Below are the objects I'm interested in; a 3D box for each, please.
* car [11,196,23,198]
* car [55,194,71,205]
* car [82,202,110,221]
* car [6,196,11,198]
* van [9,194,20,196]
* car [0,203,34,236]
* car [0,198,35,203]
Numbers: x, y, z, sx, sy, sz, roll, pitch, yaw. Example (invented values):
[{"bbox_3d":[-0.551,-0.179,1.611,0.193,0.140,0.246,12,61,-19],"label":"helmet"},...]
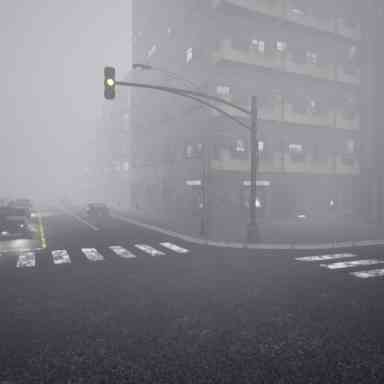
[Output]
[{"bbox_3d":[-18.388,1.485,36.347,1.837,1.490,4.892,0,0,-25],"label":"car"},{"bbox_3d":[-22.339,1.410,58.104,1.967,1.590,4.097,-1,0,-25],"label":"car"},{"bbox_3d":[-7.911,1.535,27.397,2.008,1.369,4.403,-1,0,-25],"label":"car"},{"bbox_3d":[-22.709,1.524,39.186,1.887,1.381,4.507,-1,0,-25],"label":"car"},{"bbox_3d":[-32.330,1.311,59.657,1.690,1.788,3.998,-1,0,-25],"label":"van"},{"bbox_3d":[-9.905,1.537,18.072,2.033,1.411,5.357,0,0,-25],"label":"car"},{"bbox_3d":[-14.118,1.476,27.087,2.128,1.511,4.902,0,0,-25],"label":"car"}]
